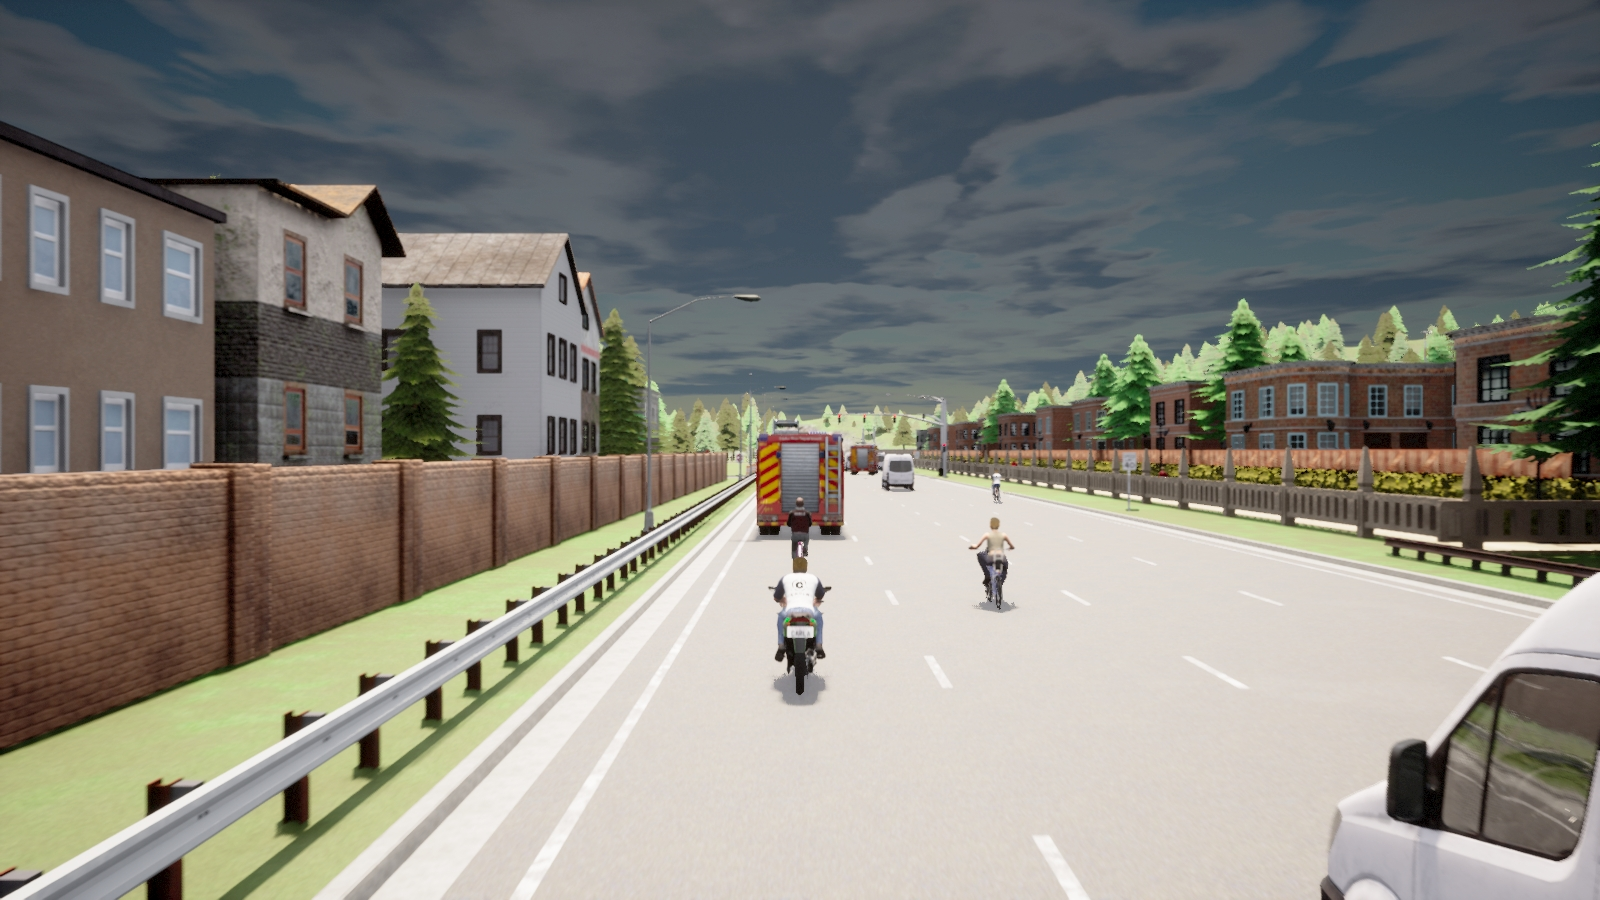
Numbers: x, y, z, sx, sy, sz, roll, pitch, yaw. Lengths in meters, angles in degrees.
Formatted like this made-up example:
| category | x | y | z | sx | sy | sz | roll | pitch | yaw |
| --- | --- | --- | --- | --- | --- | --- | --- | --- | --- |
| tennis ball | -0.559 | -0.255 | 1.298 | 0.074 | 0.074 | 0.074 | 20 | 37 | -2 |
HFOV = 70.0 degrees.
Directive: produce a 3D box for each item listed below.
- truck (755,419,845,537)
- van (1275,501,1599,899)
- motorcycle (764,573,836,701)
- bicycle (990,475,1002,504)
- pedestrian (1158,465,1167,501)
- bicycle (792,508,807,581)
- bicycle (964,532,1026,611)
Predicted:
| category | x | y | z | sx | sy | sz | roll | pitch | yaw |
| --- | --- | --- | --- | --- | --- | --- | --- | --- | --- |
| truck | -0.006 | 0.913 | 41.182 | 2.891 | 3.827 | 8.468 | 0 | 0 | 0 |
| van | 3.497 | 1.536 | 3.059 | 1.988 | 2.561 | 5.915 | 0 | 0 | 0 |
| motorcycle | -0.001 | 2.195 | 13.756 | 0.803 | 1.199 | 2.033 | 0 | 1 | 0 |
| bicycle | 10.509 | 2.089 | 61.245 | 0.373 | 1.496 | 1.643 | 0 | -1 | 0 |
| pedestrian | 19.030 | 1.734 | 59.974 | 0.375 | 1.860 | 0.375 | 0 | 0 | 11 |
| bicycle | -0.007 | 2.075 | 25.361 | 0.329 | 1.471 | 1.835 | 0 | 0 | 0 |
| bicycle | 3.499 | 2.169 | 20.634 | 0.859 | 1.277 | 1.487 | 0 | 0 | 0 |
